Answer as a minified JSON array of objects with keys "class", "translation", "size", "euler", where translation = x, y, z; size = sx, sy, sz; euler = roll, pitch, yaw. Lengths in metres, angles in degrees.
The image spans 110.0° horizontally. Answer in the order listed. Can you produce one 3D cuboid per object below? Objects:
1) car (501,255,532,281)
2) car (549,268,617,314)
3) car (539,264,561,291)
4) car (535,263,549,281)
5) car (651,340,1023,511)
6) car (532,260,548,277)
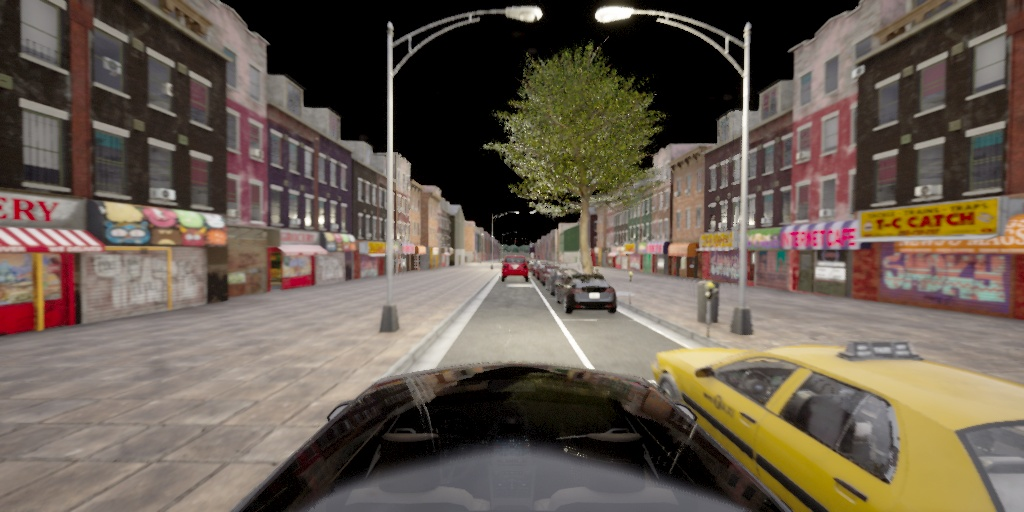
[{"class":"car","translation":[0.274,0.957,29.699],"size":[2.150,2.045,5.566],"euler":[0,0,1]},{"class":"car","translation":[2.715,1.325,13.742],"size":[1.948,1.339,4.313],"euler":[0,0,0]},{"class":"car","translation":[2.760,1.306,19.288],"size":[2.007,1.370,4.403],"euler":[0,0,0]},{"class":"car","translation":[2.806,1.335,24.833],"size":[1.802,1.307,4.207],"euler":[0,0,0]},{"class":"car","translation":[2.624,1.295,2.821],"size":[1.751,1.417,4.829],"euler":[0,0,0]},{"class":"car","translation":[2.852,1.296,30.378],"size":[1.888,1.381,4.507],"euler":[0,0,0]}]
